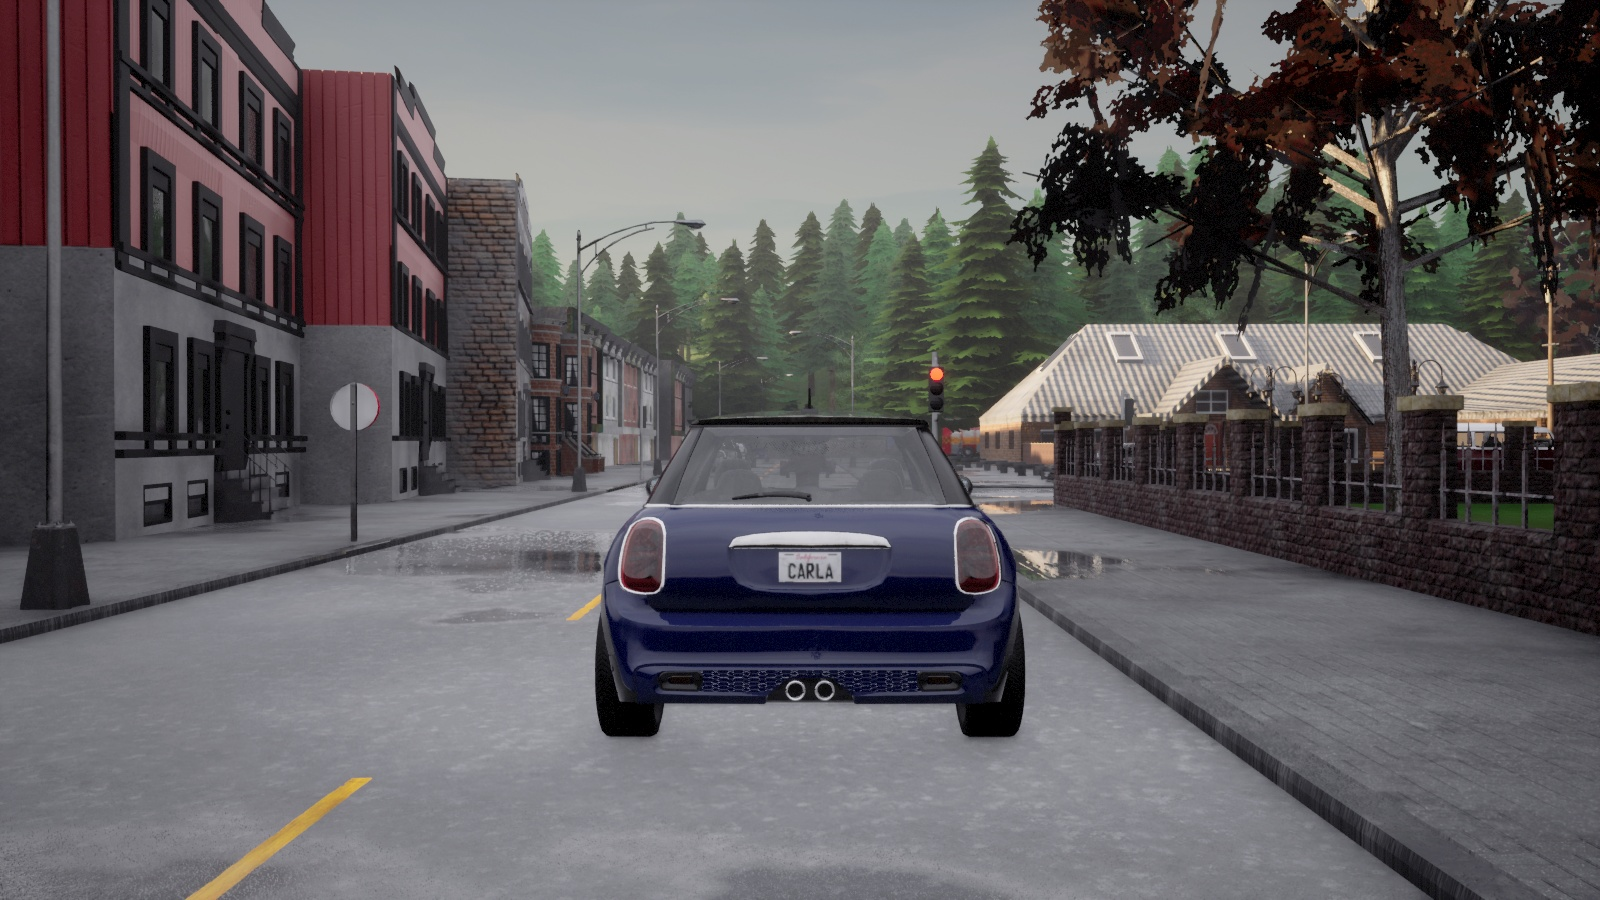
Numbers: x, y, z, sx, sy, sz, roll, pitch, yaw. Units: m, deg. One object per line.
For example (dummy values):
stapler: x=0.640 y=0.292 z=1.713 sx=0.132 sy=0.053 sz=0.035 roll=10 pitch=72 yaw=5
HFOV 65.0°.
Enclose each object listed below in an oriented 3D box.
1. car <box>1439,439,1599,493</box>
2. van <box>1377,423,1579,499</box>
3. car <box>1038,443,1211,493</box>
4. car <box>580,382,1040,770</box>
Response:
car: x=22.688 y=0.476 z=38.806 sx=4.856 sy=1.649 sz=2.033 roll=0 pitch=0 yaw=1
van: x=18.718 y=0.288 z=34.808 sx=4.480 sy=2.038 sz=2.069 roll=0 pitch=0 yaw=-1
car: x=9.980 y=0.540 z=38.891 sx=4.892 sy=1.490 sz=1.837 roll=0 pitch=0 yaw=1
car: x=0.059 y=0.560 z=8.001 sx=2.097 sy=1.767 sz=4.553 roll=0 pitch=0 yaw=0
